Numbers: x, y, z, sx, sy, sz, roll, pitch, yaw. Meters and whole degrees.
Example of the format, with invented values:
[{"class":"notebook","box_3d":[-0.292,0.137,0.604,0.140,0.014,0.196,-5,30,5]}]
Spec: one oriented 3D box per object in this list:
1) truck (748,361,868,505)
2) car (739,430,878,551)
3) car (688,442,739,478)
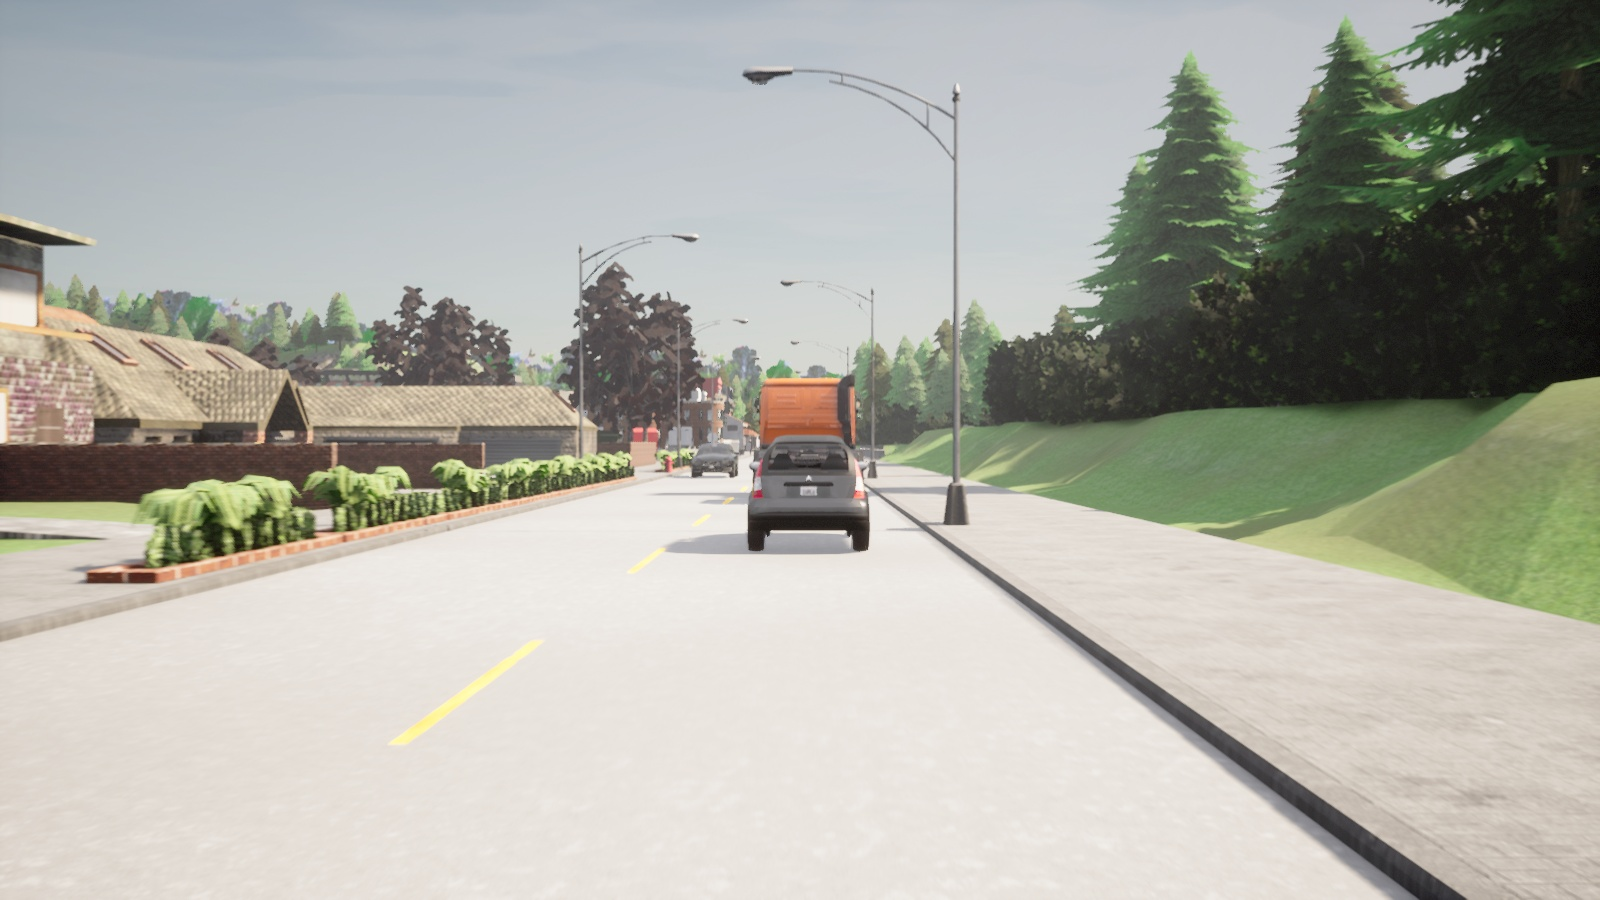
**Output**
[{"class":"truck","box_3d":[0.211,-0.445,34.177,2.891,3.462,7.936,0,0,0]},{"class":"car","box_3d":[0.122,0.530,18.773,1.851,1.617,3.988,0,0,0]},{"class":"car","box_3d":[-3.683,0.415,54.373,1.837,1.490,4.892,0,0,0]}]
